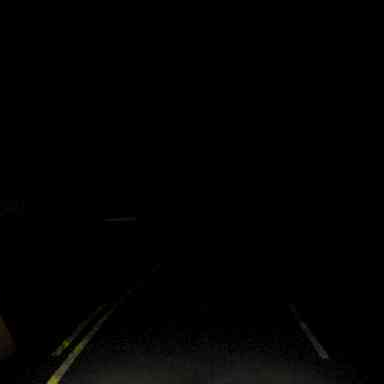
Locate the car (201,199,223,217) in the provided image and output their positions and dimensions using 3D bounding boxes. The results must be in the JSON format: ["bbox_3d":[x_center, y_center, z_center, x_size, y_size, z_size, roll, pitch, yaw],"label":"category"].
[{"bbox_3d":[0.686,1.318,26.687,1.837,1.490,4.892,0,0,37],"label":"car"}]

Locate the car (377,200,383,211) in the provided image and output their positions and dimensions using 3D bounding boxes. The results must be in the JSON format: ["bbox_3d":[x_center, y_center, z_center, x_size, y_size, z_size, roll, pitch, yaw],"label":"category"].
[{"bbox_3d":[21.053,1.286,34.217,4.674,1.442,1.812,0,0,-26],"label":"car"}]
